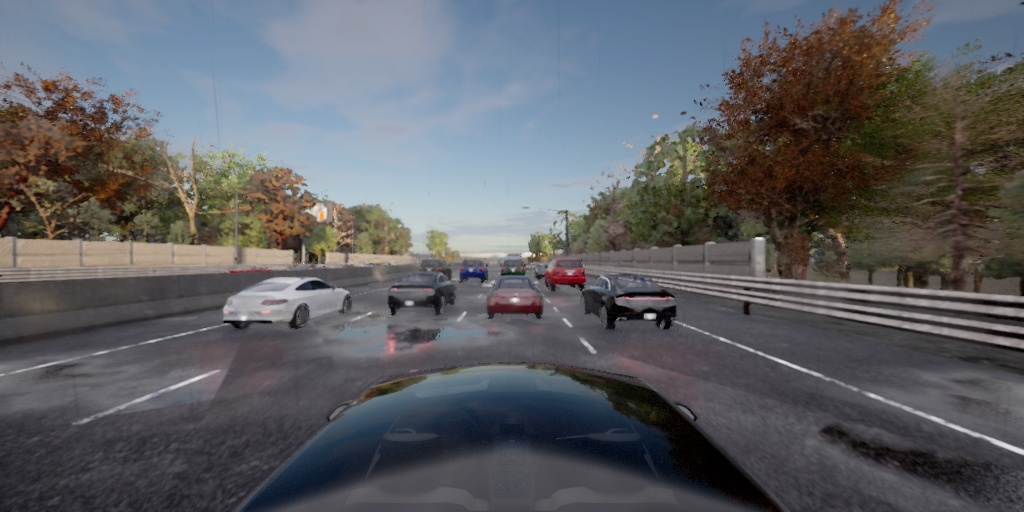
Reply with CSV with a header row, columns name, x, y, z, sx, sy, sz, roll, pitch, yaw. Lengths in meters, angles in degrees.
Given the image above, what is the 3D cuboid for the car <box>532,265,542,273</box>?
name,x,y,z,sx,sy,sz,roll,pitch,yaw
car,3.495,1.711,38.184,1.994,1.385,4.181,0,-1,0

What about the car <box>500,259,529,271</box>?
name,x,y,z,sx,sy,sz,roll,pitch,yaw
car,0.096,1.317,32.677,2.150,2.045,5.566,0,-1,0

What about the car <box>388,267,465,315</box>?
name,x,y,z,sx,sy,sz,roll,pitch,yaw
car,-3.401,1.380,14.309,2.128,1.511,4.902,0,-1,0

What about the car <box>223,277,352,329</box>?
name,x,y,z,sx,sy,sz,roll,pitch,yaw
car,-6.902,1.383,11.545,1.812,1.442,4.674,0,-1,0

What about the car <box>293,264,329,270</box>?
name,x,y,z,sx,sy,sz,roll,pitch,yaw
car,-21.096,1.766,38.895,1.895,1.301,4.718,0,-1,0

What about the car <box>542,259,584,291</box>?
name,x,y,z,sx,sy,sz,roll,pitch,yaw
car,3.497,1.196,24.232,2.150,2.045,5.566,0,-1,0

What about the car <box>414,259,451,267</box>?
name,x,y,z,sx,sy,sz,roll,pitch,yaw
car,-6.905,1.316,32.627,2.150,2.045,5.566,0,-1,0

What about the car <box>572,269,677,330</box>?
name,x,y,z,sx,sy,sz,roll,pitch,yaw
car,3.504,1.342,11.545,2.128,1.511,4.902,0,-1,0

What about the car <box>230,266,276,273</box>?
name,x,y,z,sx,sy,sz,roll,pitch,yaw
car,-28.093,1.766,38.922,1.895,1.301,4.718,0,-1,0

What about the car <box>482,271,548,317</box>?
name,x,y,z,sx,sy,sz,roll,pitch,yaw
car,0.101,1.447,13.811,1.994,1.385,4.181,0,-1,0

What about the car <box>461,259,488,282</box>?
name,x,y,z,sx,sy,sz,roll,pitch,yaw
car,-3.406,1.316,32.615,2.150,2.045,5.566,0,-1,0

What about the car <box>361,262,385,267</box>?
name,x,y,z,sx,sy,sz,roll,pitch,yaw
car,-17.589,1.749,43.957,1.812,1.442,4.674,0,-1,0
